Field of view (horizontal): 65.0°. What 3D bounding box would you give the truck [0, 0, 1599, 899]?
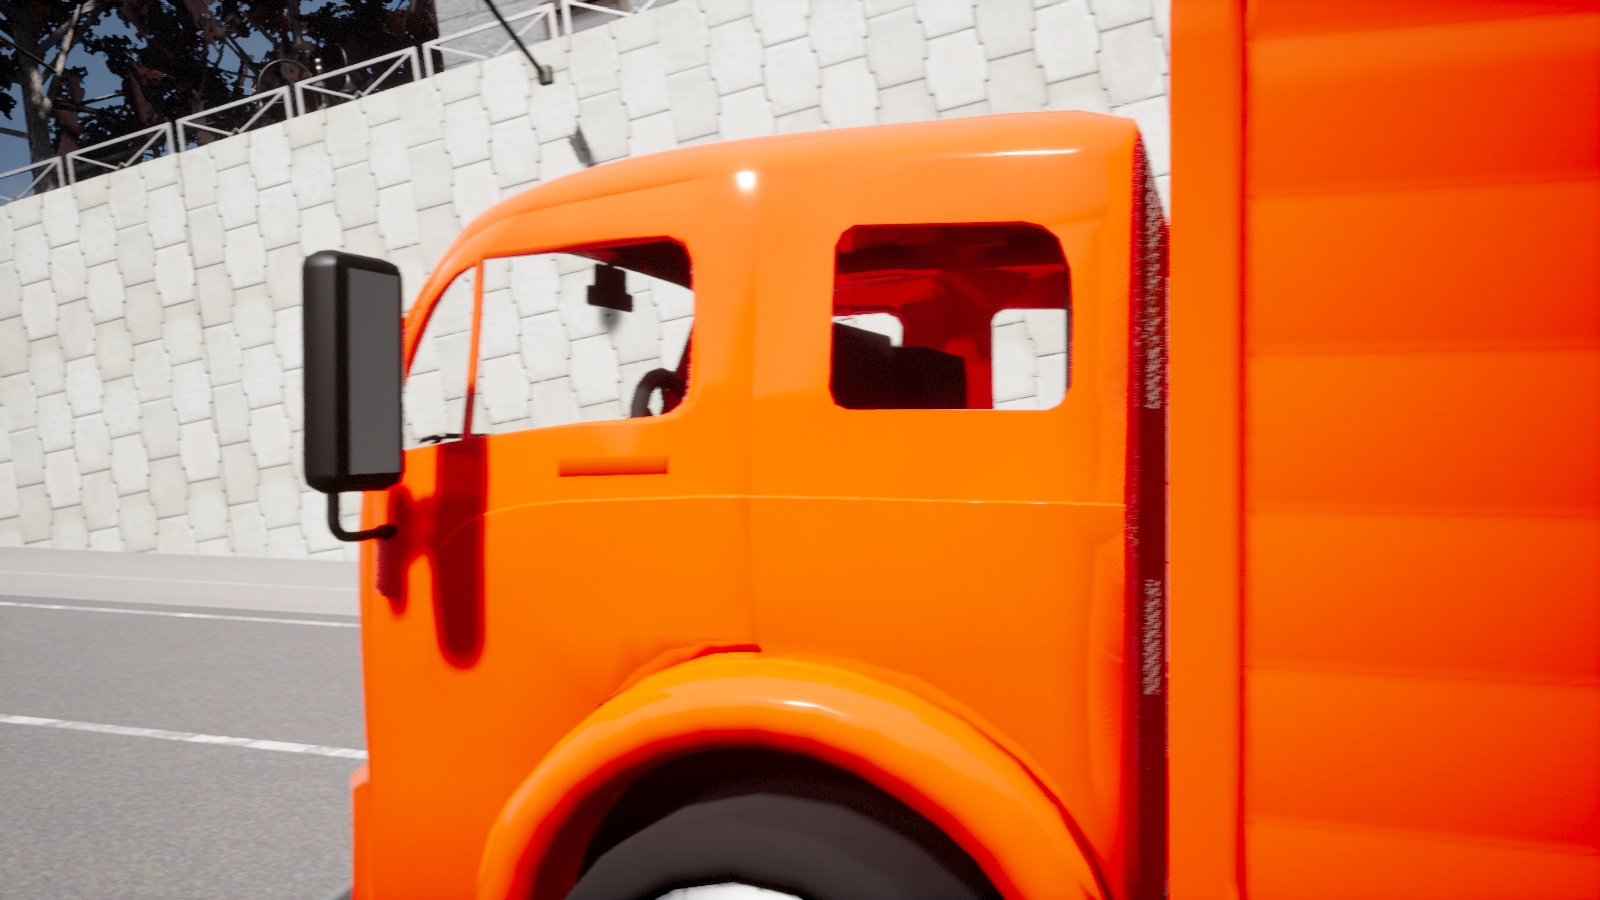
[{"bbox_3d":[1.292,0.320,2.752,5.204,2.467,2.627,1,1,19],"label":"truck"}]
